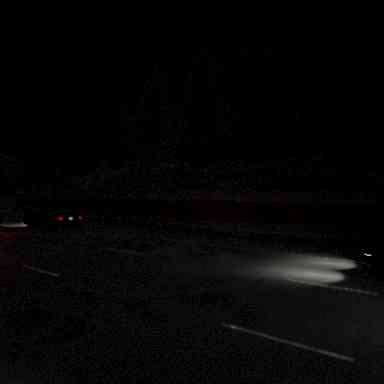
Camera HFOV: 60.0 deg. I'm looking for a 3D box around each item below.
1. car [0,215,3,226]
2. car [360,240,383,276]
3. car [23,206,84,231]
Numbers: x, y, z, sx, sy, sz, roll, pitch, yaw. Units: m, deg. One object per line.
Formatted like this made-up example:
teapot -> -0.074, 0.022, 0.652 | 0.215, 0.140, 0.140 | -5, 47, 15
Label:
car -> -13.203, 1.596, 20.252 | 1.895, 1.301, 4.718 | 0, 0, -45
car -> 6.702, 1.528, 7.869 | 4.892, 1.490, 1.837 | 0, 0, 35
car -> -8.678, 1.553, 20.659 | 5.357, 1.411, 2.033 | 0, 0, 44
